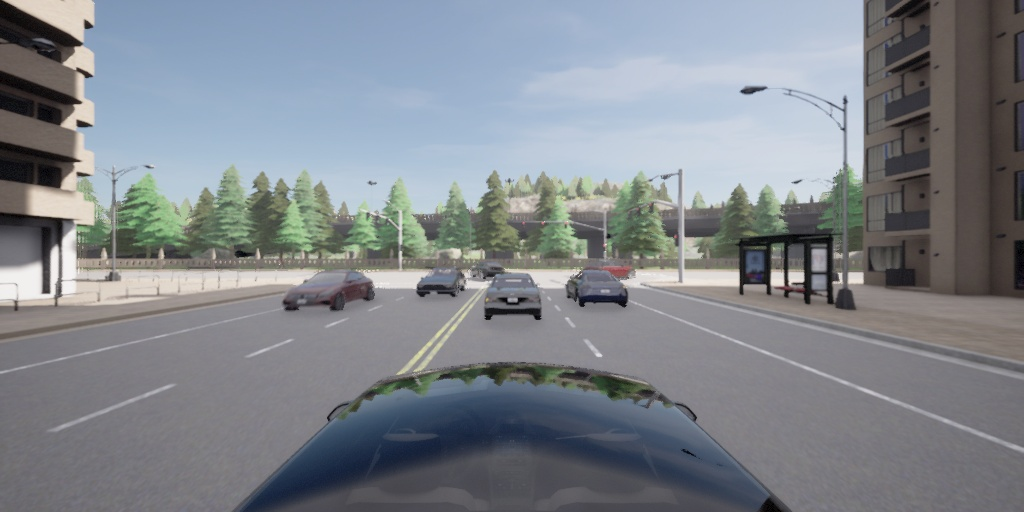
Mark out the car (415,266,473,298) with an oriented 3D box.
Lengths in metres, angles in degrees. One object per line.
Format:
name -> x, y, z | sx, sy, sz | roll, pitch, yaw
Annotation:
car -> -3.540, 1.301, 18.957 | 2.033, 1.411, 5.357 | 0, 0, 1

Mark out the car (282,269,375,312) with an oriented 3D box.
car -> -7.070, 1.278, 14.398 | 1.812, 1.442, 4.674 | 0, 0, 0

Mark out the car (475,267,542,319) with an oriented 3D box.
car -> 0.044, 1.300, 12.756 | 2.033, 1.411, 5.357 | 0, 0, 1

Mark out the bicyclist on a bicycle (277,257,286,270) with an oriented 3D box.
bicyclist on a bicycle -> -29.453, 1.006, 45.848 | 0.582, 1.620, 1.656 | 0, 0, 1

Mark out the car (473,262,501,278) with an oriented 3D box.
car -> -2.226, 1.242, 31.213 | 1.837, 1.490, 4.892 | 1, 0, -24

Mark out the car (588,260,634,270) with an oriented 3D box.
car -> 7.960, 1.077, 29.122 | 4.553, 1.767, 2.097 | -1, 1, -36

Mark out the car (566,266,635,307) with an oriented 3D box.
car -> 3.567, 1.316, 15.653 | 1.994, 1.385, 4.181 | 0, 0, 0
